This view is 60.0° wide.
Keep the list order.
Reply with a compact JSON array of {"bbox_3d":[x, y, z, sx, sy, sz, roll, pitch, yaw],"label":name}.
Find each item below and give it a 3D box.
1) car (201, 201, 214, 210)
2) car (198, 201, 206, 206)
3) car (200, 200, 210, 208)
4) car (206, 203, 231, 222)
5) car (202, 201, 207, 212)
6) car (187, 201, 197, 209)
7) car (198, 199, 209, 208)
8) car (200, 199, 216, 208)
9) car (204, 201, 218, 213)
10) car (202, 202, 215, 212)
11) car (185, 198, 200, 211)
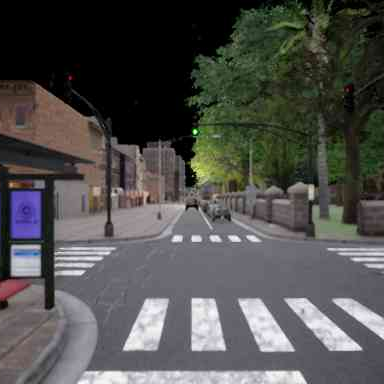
[{"bbox_3d":[2.618,2.314,57.993,1.967,1.590,4.097,-1,-1,0],"label":"car"},{"bbox_3d":[2.617,3.060,90.686,1.947,1.339,4.313,-1,-1,0],"label":"car"},{"bbox_3d":[2.617,2.511,68.891,1.967,1.590,4.097,-1,-1,0],"label":"car"},{"bbox_3d":[2.624,1.976,30.743,2.008,1.369,4.403,-1,-1,0],"label":"car"},{"bbox_3d":[2.622,2.147,41.642,2.008,1.369,4.403,-1,-1,0],"label":"car"},{"bbox_3d":[-0.003,2.517,65.718,1.837,1.490,4.892,0,-1,0],"label":"car"},{"bbox_3d":[2.614,2.488,74.343,2.192,1.841,5.009,-1,-1,0],"label":"car"},{"bbox_3d":[2.617,2.002,47.095,2.192,1.841,5.009,-1,-1,0],"label":"car"},{"bbox_3d":[2.622,2.037,36.362,1.752,1.417,4.829,-1,-1,0],"label":"car"},{"bbox_3d":[2.621,2.308,52.711,1.752,1.417,4.829,-1,-1,0],"label":"car"},{"bbox_3d":[-0.003,2.049,55.333,2.150,2.045,5.566,0,-1,0],"label":"car"}]
